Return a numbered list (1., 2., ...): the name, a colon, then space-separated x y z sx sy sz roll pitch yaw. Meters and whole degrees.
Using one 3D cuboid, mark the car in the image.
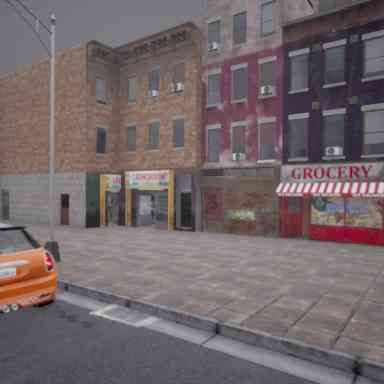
1. car: -4.763 1.350 6.678 4.553 1.767 2.097 0 0 35
